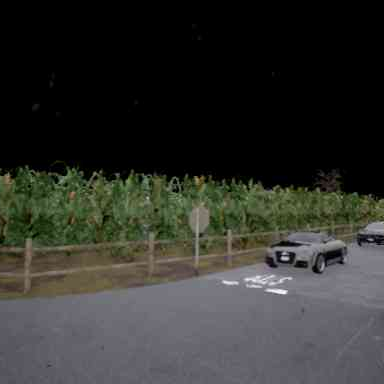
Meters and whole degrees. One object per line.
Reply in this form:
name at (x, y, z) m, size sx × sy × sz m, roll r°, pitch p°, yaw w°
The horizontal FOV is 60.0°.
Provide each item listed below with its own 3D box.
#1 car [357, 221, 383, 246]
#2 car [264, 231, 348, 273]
car at (12.321, 2.669, 21.669) m, size 1.882 × 1.535 × 5.008 m, roll -3°, pitch -4°, yaw 43°
car at (4.645, 2.267, 13.311) m, size 1.994 × 1.385 × 4.181 m, roll -3°, pitch -4°, yaw 42°
